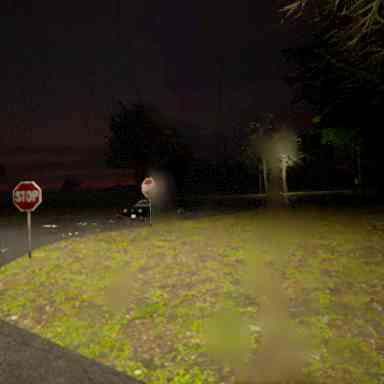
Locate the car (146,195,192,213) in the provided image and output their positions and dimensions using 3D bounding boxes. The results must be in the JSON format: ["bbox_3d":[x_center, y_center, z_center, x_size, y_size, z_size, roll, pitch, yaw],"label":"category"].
[{"bbox_3d":[-2.330,1.194,34.584,2.128,1.511,4.902,-3,-1,34],"label":"car"}]

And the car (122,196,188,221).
[{"bbox_3d":[-2.343,1.149,22.154,1.895,1.301,4.718,-3,-1,34],"label":"car"}]
